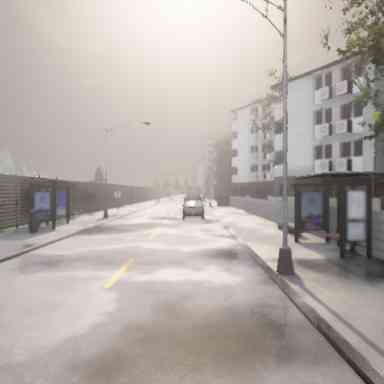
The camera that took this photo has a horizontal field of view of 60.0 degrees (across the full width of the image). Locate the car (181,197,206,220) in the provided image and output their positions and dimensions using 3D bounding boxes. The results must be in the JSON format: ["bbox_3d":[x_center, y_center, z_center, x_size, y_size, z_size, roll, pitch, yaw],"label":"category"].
[{"bbox_3d":[0.109,1.457,27.968,2.128,1.511,4.902,0,0,0],"label":"car"}]

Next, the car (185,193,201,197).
[{"bbox_3d":[0.117,1.175,39.319,2.150,2.045,5.566,0,0,0],"label":"car"}]
